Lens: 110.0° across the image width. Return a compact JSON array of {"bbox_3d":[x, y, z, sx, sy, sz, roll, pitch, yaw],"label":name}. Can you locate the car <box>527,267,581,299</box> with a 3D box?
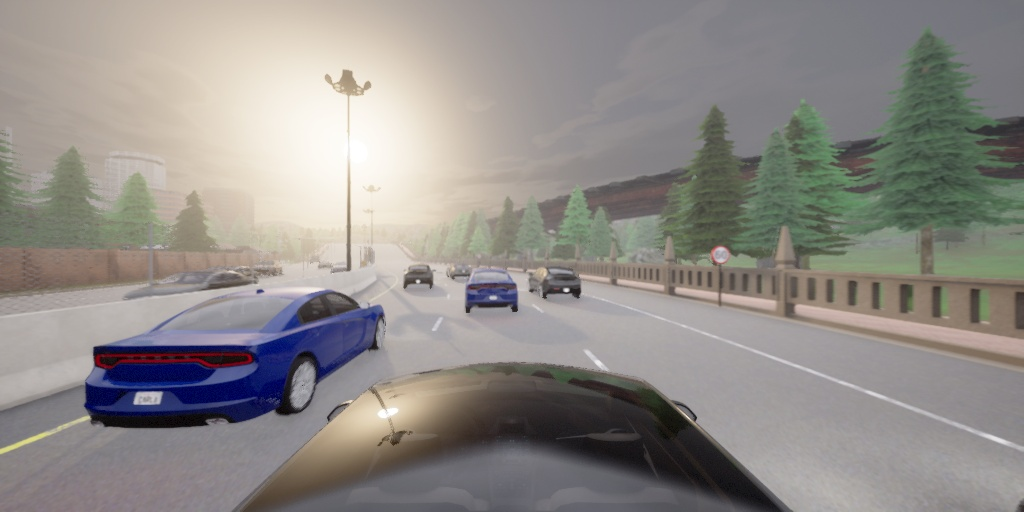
[{"bbox_3d":[2.034,1.264,18.274,1.837,1.490,4.892,0,0,-9],"label":"car"}]

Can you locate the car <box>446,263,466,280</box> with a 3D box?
[{"bbox_3d":[-4.775,1.342,32.298,2.033,1.411,5.357,0,0,-17],"label":"car"}]

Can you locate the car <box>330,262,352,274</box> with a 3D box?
[{"bbox_3d":[-19.581,1.378,41.548,1.812,1.442,4.674,0,0,-22],"label":"car"}]

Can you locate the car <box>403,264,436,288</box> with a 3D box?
[{"bbox_3d":[-6.254,1.297,24.180,1.837,1.490,4.892,0,0,-13],"label":"car"}]

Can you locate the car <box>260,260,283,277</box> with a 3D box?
[{"bbox_3d":[-25.389,1.221,37.232,2.097,1.767,4.553,0,0,-22],"label":"car"}]

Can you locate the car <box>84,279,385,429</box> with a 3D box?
[{"bbox_3d":[-3.661,1.244,5.986,1.882,1.535,5.008,0,0,-2],"label":"car"}]

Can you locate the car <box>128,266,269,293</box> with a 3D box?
[{"bbox_3d":[-11.534,1.291,13.221,2.128,1.511,4.902,0,0,-8],"label":"car"}]

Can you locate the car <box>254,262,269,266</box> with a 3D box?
[{"bbox_3d":[-16.373,1.313,20.555,2.128,1.511,4.902,0,0,-13],"label":"car"}]

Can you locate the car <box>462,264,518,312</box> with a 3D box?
[{"bbox_3d":[-0.930,1.243,14.382,1.882,1.535,5.008,0,0,-7],"label":"car"}]
